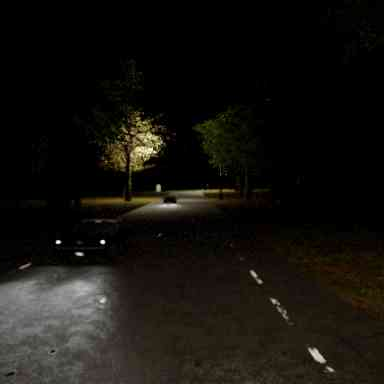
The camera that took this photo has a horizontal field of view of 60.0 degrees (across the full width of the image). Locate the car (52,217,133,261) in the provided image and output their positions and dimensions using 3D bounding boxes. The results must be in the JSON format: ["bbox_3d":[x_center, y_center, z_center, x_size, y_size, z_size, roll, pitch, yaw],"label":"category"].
[{"bbox_3d":[-3.597,1.696,12.875,1.895,1.301,4.718,0,0,0],"label":"car"}]

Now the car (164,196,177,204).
[{"bbox_3d":[-3.558,1.248,54.217,1.895,1.301,4.718,0,1,0],"label":"car"}]
